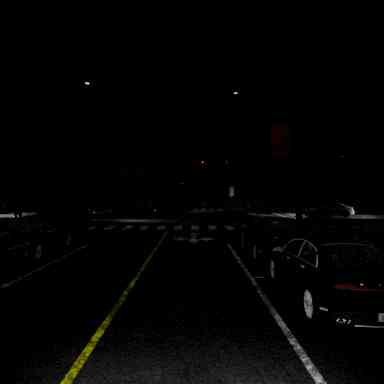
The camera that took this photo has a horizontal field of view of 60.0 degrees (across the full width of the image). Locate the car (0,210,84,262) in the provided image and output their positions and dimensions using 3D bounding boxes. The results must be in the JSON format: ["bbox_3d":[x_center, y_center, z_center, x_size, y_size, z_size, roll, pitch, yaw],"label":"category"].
[{"bbox_3d":[-5.702,1.552,11.953,2.008,1.369,4.403,0,0,0],"label":"car"}]

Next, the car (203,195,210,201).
[{"bbox_3d":[3.703,1.559,87.333,1.752,1.417,4.829,0,0,1],"label":"car"}]

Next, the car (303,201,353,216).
[{"bbox_3d":[15.147,1.822,37.215,4.892,1.490,1.837,1,0,0],"label":"car"}]

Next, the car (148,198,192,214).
[{"bbox_3d":[-2.440,1.603,35.786,1.895,1.301,4.718,2,0,38],"label":"car"}]

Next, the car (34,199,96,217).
[{"bbox_3d":[-10.235,1.330,26.925,4.902,1.511,2.128,1,0,8],"label":"car"}]

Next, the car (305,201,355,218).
[{"bbox_3d":[14.068,1.816,33.954,4.674,1.442,1.812,1,0,1],"label":"car"}]

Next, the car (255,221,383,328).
[{"bbox_3d":[2.798,1.551,6.913,2.008,1.369,4.403,0,0,0],"label":"car"}]

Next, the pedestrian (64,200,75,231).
[{"bbox_3d":[-7.184,1.297,19.230,0.375,1.860,0.375,0,0,0],"label":"pedestrian"}]

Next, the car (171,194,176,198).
[{"bbox_3d":[-5.059,1.590,70.742,1.947,1.339,4.313,0,0,1],"label":"car"}]

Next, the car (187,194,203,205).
[{"bbox_3d":[0.602,1.582,58.887,1.994,1.385,4.181,0,0,1],"label":"car"}]

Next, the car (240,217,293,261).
[{"bbox_3d":[2.823,1.552,11.906,2.008,1.369,4.403,0,0,0],"label":"car"}]

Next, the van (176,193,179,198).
[{"bbox_3d":[-4.902,1.372,81.767,1.690,1.788,3.998,0,0,1],"label":"van"}]

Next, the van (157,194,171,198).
[{"bbox_3d":[-5.215,1.360,59.719,1.690,1.788,3.998,0,0,1],"label":"van"}]

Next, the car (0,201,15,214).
[{"bbox_3d":[-18.779,1.218,30.801,4.674,1.442,1.812,1,0,0],"label":"car"}]

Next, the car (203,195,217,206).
[{"bbox_3d":[3.230,1.566,54.087,2.008,1.369,4.403,0,0,1],"label":"car"}]

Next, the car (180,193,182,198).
[{"bbox_3d":[-4.745,1.353,92.791,2.192,1.841,5.009,0,0,1],"label":"car"}]
